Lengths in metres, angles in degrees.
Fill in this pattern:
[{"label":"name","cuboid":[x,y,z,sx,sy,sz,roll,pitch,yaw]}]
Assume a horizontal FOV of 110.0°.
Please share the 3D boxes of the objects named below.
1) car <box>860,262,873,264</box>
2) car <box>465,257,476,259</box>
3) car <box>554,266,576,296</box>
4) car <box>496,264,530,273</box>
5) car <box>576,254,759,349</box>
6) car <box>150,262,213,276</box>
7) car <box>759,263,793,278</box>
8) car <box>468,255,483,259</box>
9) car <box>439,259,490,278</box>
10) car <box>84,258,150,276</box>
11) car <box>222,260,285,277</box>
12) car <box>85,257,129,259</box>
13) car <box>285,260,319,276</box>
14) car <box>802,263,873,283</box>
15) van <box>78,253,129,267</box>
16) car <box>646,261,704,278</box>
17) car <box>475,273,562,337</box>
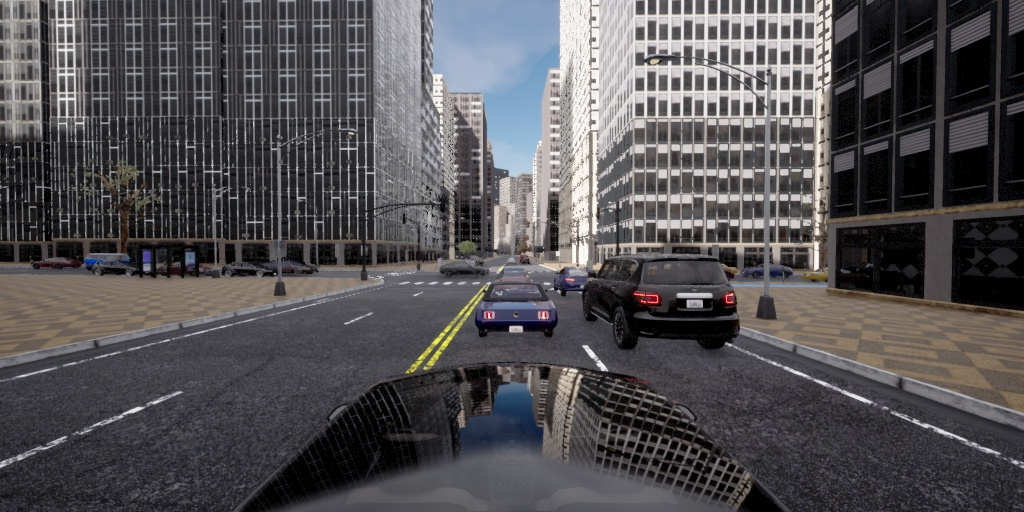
[{"label":"car","cuboid":[35.887,1.385,36.172,4.553,1.767,2.097,1,1,1]},{"label":"car","cuboid":[-6.657,1.241,51.247,1.812,1.442,4.674,0,0,-2]},{"label":"car","cuboid":[3.327,1.267,18.956,1.812,1.442,4.674,0,0,0]},{"label":"car","cuboid":[0.078,1.305,18.961,1.994,1.385,4.181,0,0,0]},{"label":"car","cuboid":[3.341,0.968,9.264,2.150,2.045,5.566,0,0,0]},{"label":"car","cuboid":[-28.456,1.138,31.318,4.207,1.307,1.802,0,0,1]},{"label":"car","cuboid":[25.786,1.471,36.349,4.674,1.442,1.812,1,1,1]},{"label":"car","cuboid":[-6.656,0.925,61.209,2.150,2.045,5.566,0,0,0]},{"label":"car","cuboid":[-4.430,1.255,33.593,4.674,1.442,1.812,1,1,1]},{"label":"car","cuboid":[-34.137,1.069,31.484,4.313,1.339,1.948,0,0,1]},{"label":"car","cuboid":[-22.772,1.174,31.193,4.313,1.339,1.948,0,0,1]},{"label":"car","cuboid":[-37.256,1.033,34.184,4.718,1.301,1.895,1,1,1]},{"label":"car","cuboid":[-21.280,1.124,33.875,5.357,1.411,2.033,1,1,1]},{"label":"car","cuboid":[27.602,1.578,30.539,4.829,1.417,1.751,0,0,1]},{"label":"van","cuboid":[-45.340,0.605,40.129,3.998,1.789,1.690,0,0,1]},{"label":"car","cuboid":[16.473,1.341,36.493,5.008,1.535,1.882,1,1,1]},{"label":"car","cuboid":[0.090,1.347,10.224,1.895,1.301,4.718,0,0,0]}]
